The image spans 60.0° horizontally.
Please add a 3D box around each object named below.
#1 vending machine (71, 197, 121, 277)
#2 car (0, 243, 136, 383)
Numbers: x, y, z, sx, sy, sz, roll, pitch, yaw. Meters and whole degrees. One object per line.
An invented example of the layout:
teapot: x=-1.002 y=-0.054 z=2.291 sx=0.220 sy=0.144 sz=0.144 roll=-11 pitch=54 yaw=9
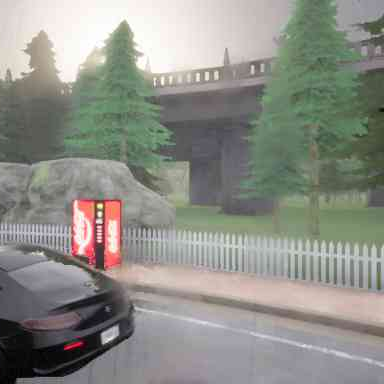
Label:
vending machine: x=-2.709 y=1.195 z=9.494 sx=0.880 sy=2.100 sz=1.100 roll=0 pitch=0 yaw=23
car: x=-3.022 y=1.526 z=4.991 sx=4.674 sy=1.442 sz=1.812 roll=0 pitch=0 yaw=27
